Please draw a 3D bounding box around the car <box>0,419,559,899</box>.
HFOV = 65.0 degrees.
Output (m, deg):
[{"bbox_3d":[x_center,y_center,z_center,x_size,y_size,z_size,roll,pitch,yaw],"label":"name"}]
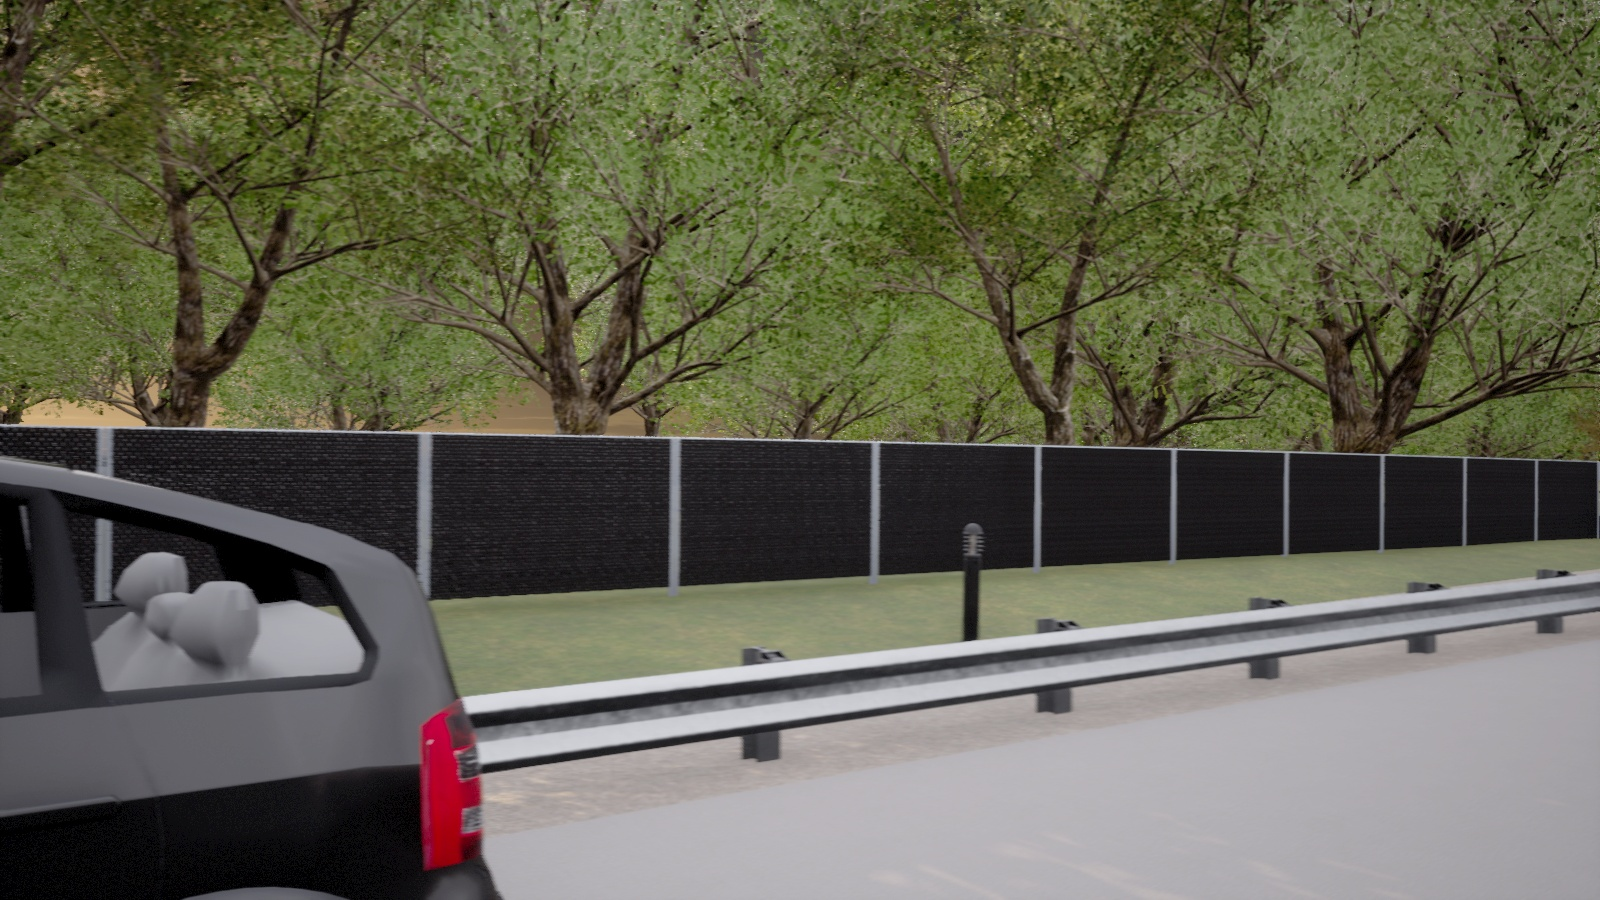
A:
[{"bbox_3d":[-2.466,0.733,1.943,3.705,1.549,1.789,0,0,-35],"label":"car"}]
